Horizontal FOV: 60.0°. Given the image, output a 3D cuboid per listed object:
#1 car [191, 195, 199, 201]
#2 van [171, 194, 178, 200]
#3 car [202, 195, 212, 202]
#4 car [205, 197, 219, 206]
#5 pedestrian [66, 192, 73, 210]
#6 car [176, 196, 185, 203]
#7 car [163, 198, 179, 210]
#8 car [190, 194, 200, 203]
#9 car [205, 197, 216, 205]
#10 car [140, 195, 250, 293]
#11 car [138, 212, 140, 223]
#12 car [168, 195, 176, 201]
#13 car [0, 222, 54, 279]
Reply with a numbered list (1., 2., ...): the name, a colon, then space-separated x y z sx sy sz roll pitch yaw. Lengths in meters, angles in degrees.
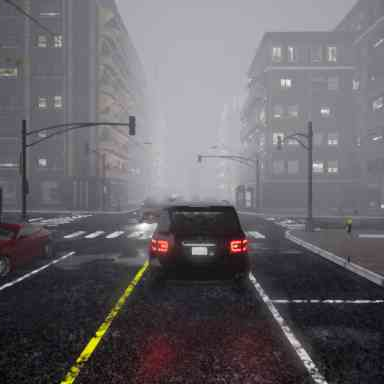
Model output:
1. car: 0.781 1.477 82.636 1.882 1.535 5.008 0 0 1
2. van: -4.815 1.340 93.108 1.690 1.788 3.998 0 0 1
3. car: 3.403 1.439 76.106 1.967 1.590 4.097 0 0 1
4. car: 3.188 1.549 53.552 2.008 1.369 4.403 0 0 1
5. pedestrian: -12.405 0.902 33.421 0.375 1.860 0.375 0 -1 0
6. car: -2.357 1.525 68.832 1.812 1.442 4.674 0 0 1
7. car: -2.689 1.523 44.047 1.812 1.442 4.674 0 0 1
8. car: 0.702 1.354 72.859 2.097 1.767 4.553 0 0 1
9. car: 3.242 1.543 59.190 1.887 1.381 4.507 0 0 1
10. car: 0.169 1.221 9.035 2.150 2.045 5.566 0 0 1
11. car: -2.869 1.562 25.400 1.994 1.385 4.181 0 0 1
12. car: -4.924 1.525 81.660 1.752 1.417 4.829 0 0 1
13. car: -5.609 1.581 9.952 1.802 1.307 4.206 0 0 1
